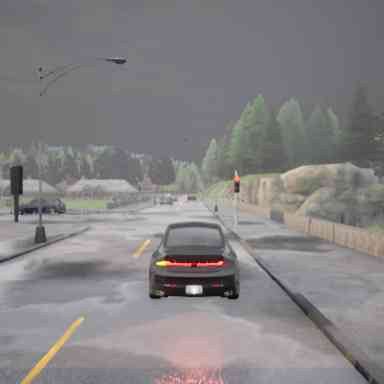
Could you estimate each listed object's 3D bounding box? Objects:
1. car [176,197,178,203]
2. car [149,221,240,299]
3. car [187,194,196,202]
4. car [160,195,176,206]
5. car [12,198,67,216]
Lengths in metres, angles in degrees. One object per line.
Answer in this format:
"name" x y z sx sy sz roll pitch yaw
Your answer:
"car" -4.031 1.426 69.039 1.812 1.442 4.674 0 0 0
"car" 0.057 1.493 8.381 1.837 1.490 4.892 0 0 0
"car" -0.032 1.223 70.998 1.882 1.535 5.008 0 0 0
"car" -4.106 1.414 53.318 2.128 1.511 4.902 0 0 0
"car" -14.252 1.308 31.044 4.553 1.767 2.097 0 0 1
